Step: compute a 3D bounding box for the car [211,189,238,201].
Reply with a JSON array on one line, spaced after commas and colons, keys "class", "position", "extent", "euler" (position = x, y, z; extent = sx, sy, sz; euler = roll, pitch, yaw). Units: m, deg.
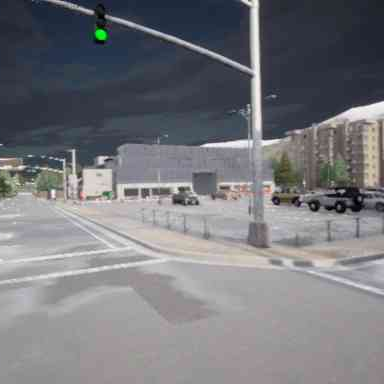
[{"class": "car", "position": [4.828, 0.394, 49.626], "extent": [2.152, 1.636, 5.027], "euler": [-2, 1, -27]}]

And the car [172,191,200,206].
[{"class": "car", "position": [-0.849, 0.831, 38.510], "extent": [2.007, 1.523, 4.514], "euler": [-2, 1, -27]}]

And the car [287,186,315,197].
[{"class": "car", "position": [18.656, -0.107, 57.056], "extent": [1.932, 1.855, 4.605], "euler": [-2, 1, -27]}]

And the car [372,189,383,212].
[{"class": "car", "position": [13.704, 0.716, 25.139], "extent": [1.970, 1.475, 3.806], "euler": [-2, 1, -27]}]

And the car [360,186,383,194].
[{"class": "car", "position": [35.314, -0.356, 65.297], "extent": [1.845, 1.501, 3.633], "euler": [-2, 1, -27]}]

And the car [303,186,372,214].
[{"class": "car", "position": [10.454, 0.525, 24.185], "extent": [1.905, 1.878, 3.866], "euler": [-2, 1, -27]}]

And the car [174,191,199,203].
[{"class": "car", "position": [-0.753, 0.654, 46.452], "extent": [1.970, 1.475, 3.806], "euler": [-2, 1, -27]}]

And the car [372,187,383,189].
[{"class": "car", "position": [21.293, 0.293, 37.661], "extent": [2.007, 1.523, 4.514], "euler": [-2, 1, -27]}]

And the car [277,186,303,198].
[{"class": "car", "position": [16.247, -0.045, 55.381], "extent": [1.905, 1.878, 3.866], "euler": [-2, 1, -27]}]

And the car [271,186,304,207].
[{"class": "car", "position": [9.848, 0.445, 32.690], "extent": [1.932, 1.855, 4.605], "euler": [-2, 1, -27]}]
